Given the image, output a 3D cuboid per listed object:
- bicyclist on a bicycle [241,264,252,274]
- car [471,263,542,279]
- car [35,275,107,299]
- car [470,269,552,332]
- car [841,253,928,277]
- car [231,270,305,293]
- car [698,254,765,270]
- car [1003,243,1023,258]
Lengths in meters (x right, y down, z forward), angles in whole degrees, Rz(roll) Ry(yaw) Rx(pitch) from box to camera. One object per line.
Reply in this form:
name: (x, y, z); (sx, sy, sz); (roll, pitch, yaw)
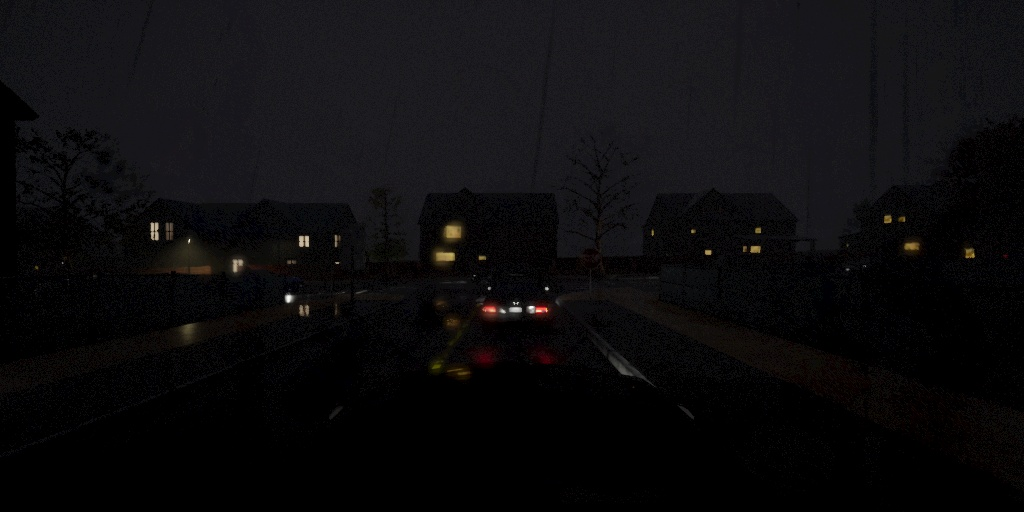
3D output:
bicyclist on a bicycle: (-20.071, 1.419, 27.111); (0.582, 1.620, 1.656); (-1, 1, 0)
car: (-0.347, 1.197, 24.173); (4.892, 1.490, 1.837); (-1, 1, 0)
car: (-25.321, 1.854, 21.277); (4.674, 1.442, 1.812); (-1, 1, 0)
car: (0.169, 1.298, 10.842); (2.033, 1.411, 5.357); (0, 0, 2)
car: (25.039, 0.586, 24.102); (4.902, 1.511, 2.128); (-2, 1, 0)
car: (-15.022, 1.562, 21.251); (5.008, 1.535, 1.882); (-1, 1, 0)
car: (14.453, 0.697, 24.131); (4.553, 1.767, 2.097); (-1, 1, 0)
car: (32.629, 0.183, 21.135); (5.566, 2.045, 2.150); (-1, 1, 0)
